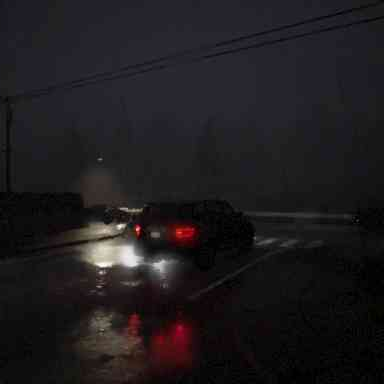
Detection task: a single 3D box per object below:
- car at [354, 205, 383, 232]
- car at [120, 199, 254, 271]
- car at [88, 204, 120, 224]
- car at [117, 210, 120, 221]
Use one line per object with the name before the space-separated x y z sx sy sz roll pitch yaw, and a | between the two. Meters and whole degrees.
car | 12.253 1.215 18.820 5.566 2.045 2.150 0 0 30
car | 0.327 1.248 11.447 2.150 2.045 5.566 0 0 30
car | -6.681 1.649 25.309 4.181 1.385 1.994 0 0 33
car | -1.878 1.608 16.214 1.994 1.385 4.181 0 0 7
